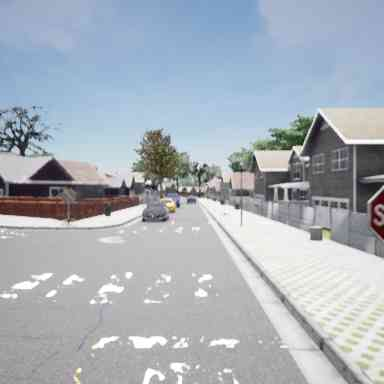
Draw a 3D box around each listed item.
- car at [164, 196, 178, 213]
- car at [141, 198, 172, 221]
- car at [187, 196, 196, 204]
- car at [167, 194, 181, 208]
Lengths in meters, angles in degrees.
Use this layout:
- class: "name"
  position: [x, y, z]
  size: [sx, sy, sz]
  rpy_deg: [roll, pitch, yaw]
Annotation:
- class: "car"
  position: [-2.889, 1.500, 37.360]
  size: [1.882, 1.535, 5.008]
  rpy_deg: [0, 0, 0]
- class: "car"
  position: [-2.875, 1.511, 26.907]
  size: [1.837, 1.490, 4.892]
  rpy_deg: [0, 0, 0]
- class: "car"
  position: [-0.081, 1.584, 68.522]
  size: [1.882, 1.535, 5.008]
  rpy_deg: [0, 0, 0]
- class: "car"
  position: [-2.891, 1.271, 49.473]
  size: [2.150, 2.045, 5.566]
  rpy_deg: [0, 0, 0]
